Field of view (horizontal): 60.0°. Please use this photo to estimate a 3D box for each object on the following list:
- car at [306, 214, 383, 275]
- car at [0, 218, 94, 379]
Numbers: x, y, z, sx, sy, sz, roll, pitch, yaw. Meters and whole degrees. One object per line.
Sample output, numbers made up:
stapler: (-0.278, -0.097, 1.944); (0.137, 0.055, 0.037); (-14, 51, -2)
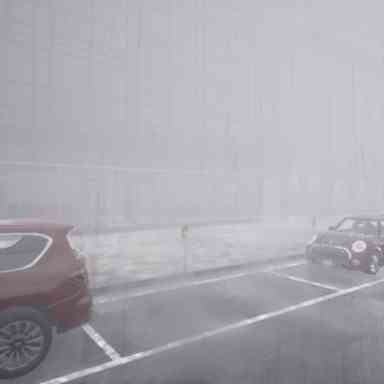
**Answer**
car: (5.447, 1.478, 10.523); (4.097, 1.590, 1.967); (0, 0, -35)
car: (-3.733, 1.312, 3.983); (5.009, 1.841, 2.192); (0, 0, -35)
